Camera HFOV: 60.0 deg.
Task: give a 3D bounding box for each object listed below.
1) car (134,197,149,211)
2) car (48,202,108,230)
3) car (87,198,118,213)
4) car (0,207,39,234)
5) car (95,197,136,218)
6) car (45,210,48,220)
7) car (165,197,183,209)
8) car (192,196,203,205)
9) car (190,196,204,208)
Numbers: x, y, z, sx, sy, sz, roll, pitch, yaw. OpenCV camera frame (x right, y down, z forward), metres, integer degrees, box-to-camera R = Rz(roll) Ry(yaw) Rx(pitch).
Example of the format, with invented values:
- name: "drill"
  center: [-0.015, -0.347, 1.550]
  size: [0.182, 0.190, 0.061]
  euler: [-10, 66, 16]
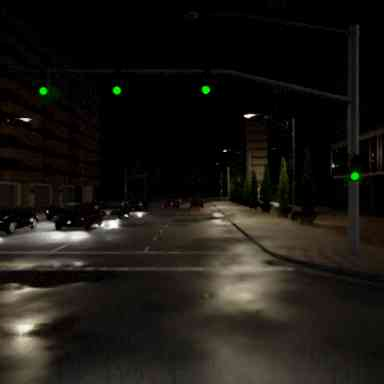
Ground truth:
- name: "car"
  center: [-6.530, 1.353, 39.702]
  size: [2.097, 1.767, 4.553]
  euler: [0, 0, 2]
- name: "car"
  center: [-7.011, 1.554, 21.005]
  size: [1.994, 1.385, 4.181]
  euler: [0, 0, 1]
- name: "car"
  center: [-10.087, 1.493, 37.891]
  size: [2.128, 1.511, 4.902]
  euler: [0, 0, 2]
- name: "car"
  center: [-10.533, 1.554, 18.995]
  size: [1.994, 1.385, 4.181]
  euler: [0, 0, 1]
- name: "car"
  center: [-6.824, 1.486, 29.897]
  size: [2.128, 1.511, 4.902]
  euler: [0, 0, 1]
- name: "car"
  center: [-10.381, 1.596, 27.797]
  size: [1.895, 1.301, 4.718]
  euler: [0, 0, 1]
- name: "car"
  center: [-2.705, 1.567, 46.713]
  size: [1.994, 1.385, 4.181]
  euler: [0, 0, 1]
- name: "car"
  center: [1.003, 1.486, 58.885]
  size: [1.882, 1.535, 5.008]
  euler: [0, 0, 1]
- name: "car"
  center: [0.746, 1.480, 48.729]
  size: [1.882, 1.535, 5.008]
  euler: [0, 0, 1]
